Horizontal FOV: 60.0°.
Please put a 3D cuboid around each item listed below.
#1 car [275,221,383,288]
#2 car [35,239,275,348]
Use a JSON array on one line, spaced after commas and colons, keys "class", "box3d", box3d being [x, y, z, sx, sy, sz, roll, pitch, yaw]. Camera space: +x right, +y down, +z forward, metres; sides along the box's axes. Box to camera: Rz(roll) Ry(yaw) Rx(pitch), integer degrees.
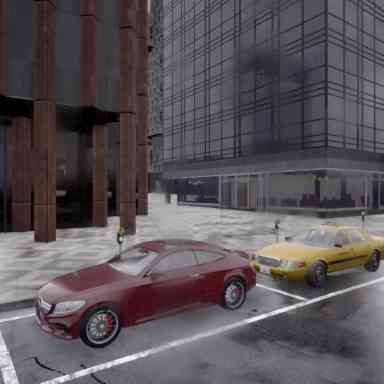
[{"class": "car", "box3d": [3.687, 1.525, 9.263, 4.829, 1.417, 1.752, 0, 0, -35]}, {"class": "car", "box3d": [-0.606, 1.582, 6.211, 4.206, 1.307, 1.802, 0, 0, -35]}]
